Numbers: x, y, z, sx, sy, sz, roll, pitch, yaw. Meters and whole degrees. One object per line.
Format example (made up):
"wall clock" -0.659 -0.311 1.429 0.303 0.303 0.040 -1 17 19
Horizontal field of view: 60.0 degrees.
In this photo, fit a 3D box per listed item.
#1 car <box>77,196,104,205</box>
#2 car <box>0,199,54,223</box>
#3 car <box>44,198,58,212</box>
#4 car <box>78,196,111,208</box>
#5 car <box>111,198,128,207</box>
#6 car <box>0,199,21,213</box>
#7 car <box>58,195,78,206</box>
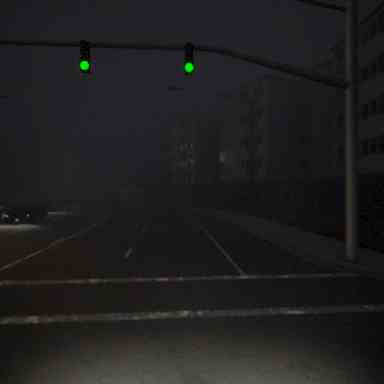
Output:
"car" -17.276 1.394 56.333 4.902 1.511 2.128 0 0 42
"car" -12.472 1.528 25.420 2.033 1.411 5.357 0 0 -10
"car" -16.877 1.480 38.180 1.812 1.442 4.674 0 0 -28
"car" -13.877 1.469 47.035 2.033 1.411 5.357 0 0 -36
"car" -11.396 1.509 49.564 1.895 1.301 4.718 0 0 -36
"car" -20.806 1.564 38.088 1.895 1.301 4.718 0 0 -31
"car" -20.033 1.267 54.120 4.553 1.767 2.097 0 0 42
